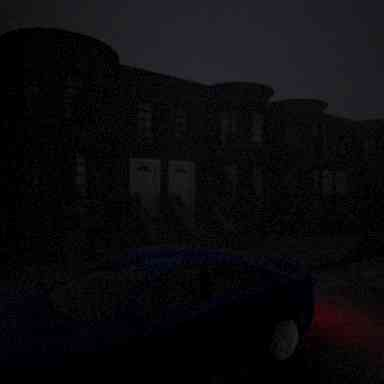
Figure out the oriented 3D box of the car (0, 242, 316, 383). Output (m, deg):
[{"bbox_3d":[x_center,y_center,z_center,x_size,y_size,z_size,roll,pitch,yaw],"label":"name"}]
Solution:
[{"bbox_3d":[-0.504,1.483,4.247,5.008,1.535,1.882,0,0,-35],"label":"car"}]
